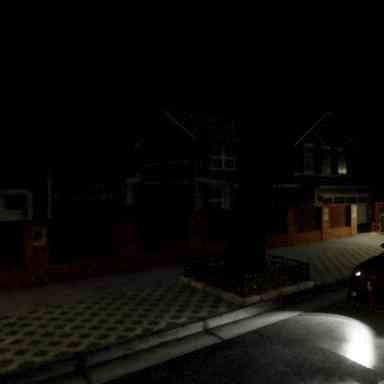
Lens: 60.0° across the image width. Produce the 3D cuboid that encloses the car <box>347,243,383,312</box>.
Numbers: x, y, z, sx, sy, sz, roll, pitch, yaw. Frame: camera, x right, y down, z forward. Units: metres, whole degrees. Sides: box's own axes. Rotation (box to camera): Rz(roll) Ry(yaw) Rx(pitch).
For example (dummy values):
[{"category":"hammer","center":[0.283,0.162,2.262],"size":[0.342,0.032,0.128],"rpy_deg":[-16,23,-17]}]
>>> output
[{"category":"car","center":[4.949,1.516,6.598],"size":[4.181,1.385,1.994],"rpy_deg":[0,0,-35]}]
